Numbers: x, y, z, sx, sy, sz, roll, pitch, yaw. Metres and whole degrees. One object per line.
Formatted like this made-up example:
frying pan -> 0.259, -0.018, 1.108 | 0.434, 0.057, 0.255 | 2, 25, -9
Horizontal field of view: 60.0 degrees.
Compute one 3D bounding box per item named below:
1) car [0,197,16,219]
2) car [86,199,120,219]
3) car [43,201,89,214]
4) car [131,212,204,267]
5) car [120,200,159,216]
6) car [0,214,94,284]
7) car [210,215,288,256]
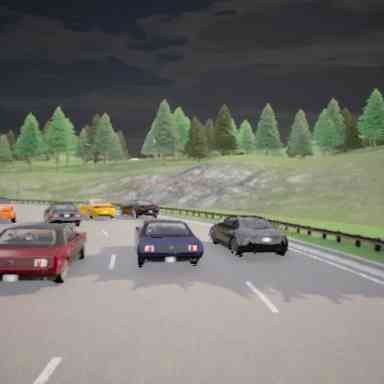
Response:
car -> -13.484, 1.092, 22.912 | 2.097, 1.767, 4.553 | 1, 0, -33
car -> -7.932, 1.320, 27.164 | 1.882, 1.535, 5.008 | 1, 0, -34
car -> -8.391, 1.384, 21.411 | 2.033, 1.411, 5.357 | 1, 0, -28
car -> -0.999, 1.578, 11.408 | 1.895, 1.301, 4.718 | 1, 0, -11
car -> -4.651, 1.380, 28.516 | 1.882, 1.535, 5.008 | 1, 0, -34
car -> -4.121, 1.521, 9.173 | 1.895, 1.301, 4.718 | 1, 0, -9
car -> 2.113, 1.598, 13.360 | 1.994, 1.385, 4.181 | 1, 0, -13
